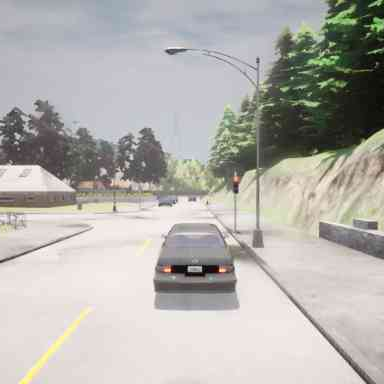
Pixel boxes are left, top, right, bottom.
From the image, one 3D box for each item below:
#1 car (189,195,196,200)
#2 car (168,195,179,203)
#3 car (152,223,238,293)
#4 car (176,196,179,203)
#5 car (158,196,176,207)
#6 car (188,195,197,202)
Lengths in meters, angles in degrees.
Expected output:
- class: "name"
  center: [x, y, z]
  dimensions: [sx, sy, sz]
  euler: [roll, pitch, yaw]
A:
- class: "car"
  center: [0.135, 1.407, 86.088]
  dimensions: [1.812, 1.442, 4.674]
  euler: [0, 0, 0]
- class: "car"
  center: [-3.888, 1.525, 71.193]
  dimensions: [2.128, 1.511, 4.902]
  euler: [0, 0, 0]
- class: "car"
  center: [0.073, 1.547, 8.975]
  dimensions: [2.033, 1.411, 5.357]
  euler: [0, 0, 0]
- class: "car"
  center: [-3.970, 1.477, 61.101]
  dimensions: [1.882, 1.535, 5.008]
  euler: [0, 0, 1]
- class: "car"
  center: [-4.015, 1.564, 51.098]
  dimensions: [1.994, 1.385, 4.181]
  euler: [0, 0, 0]
- class: "car"
  center: [0.119, 1.515, 75.728]
  dimensions: [2.128, 1.511, 4.902]
  euler: [0, 0, 0]
